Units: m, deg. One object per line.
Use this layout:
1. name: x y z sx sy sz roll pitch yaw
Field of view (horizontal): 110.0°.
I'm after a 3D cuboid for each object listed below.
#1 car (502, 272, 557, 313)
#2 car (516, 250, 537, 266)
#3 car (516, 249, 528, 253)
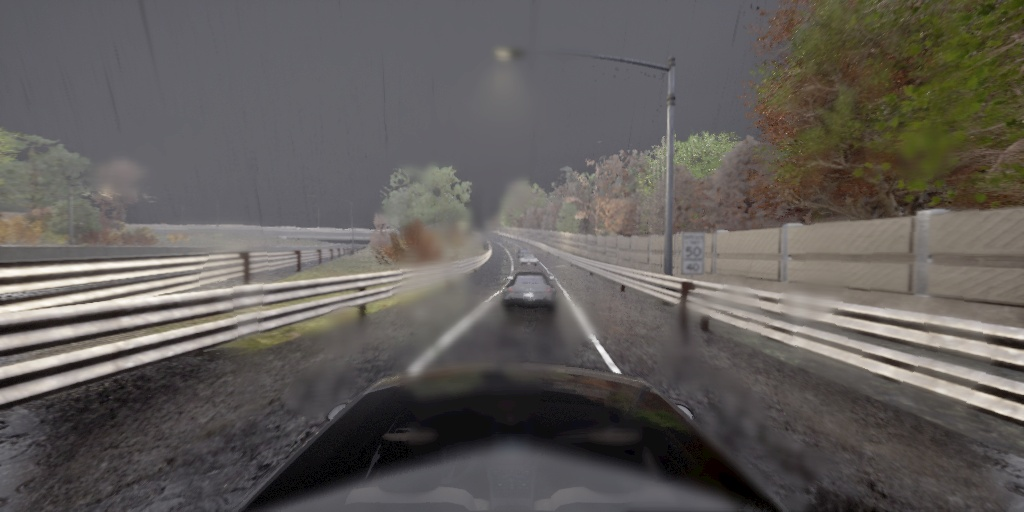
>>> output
1. car: 0.743 1.302 14.203 1.994 1.385 4.181 1 0 4
2. car: 1.825 0.406 41.801 1.895 1.301 4.718 1 3 -1
3. car: 1.624 -0.382 52.270 2.033 1.411 5.357 1 5 -3
